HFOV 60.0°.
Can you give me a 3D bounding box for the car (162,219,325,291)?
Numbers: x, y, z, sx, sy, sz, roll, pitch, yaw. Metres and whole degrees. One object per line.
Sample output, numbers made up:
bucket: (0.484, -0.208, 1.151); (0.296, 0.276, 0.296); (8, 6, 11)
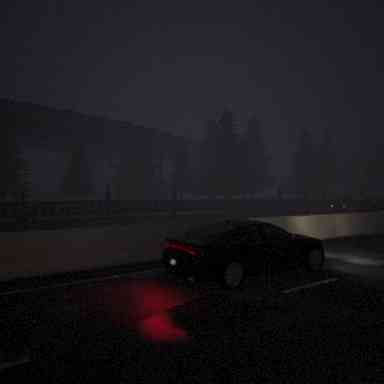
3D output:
car: (1.602, 1.493, 9.139); (5.008, 1.535, 1.882); (1, 0, -34)
